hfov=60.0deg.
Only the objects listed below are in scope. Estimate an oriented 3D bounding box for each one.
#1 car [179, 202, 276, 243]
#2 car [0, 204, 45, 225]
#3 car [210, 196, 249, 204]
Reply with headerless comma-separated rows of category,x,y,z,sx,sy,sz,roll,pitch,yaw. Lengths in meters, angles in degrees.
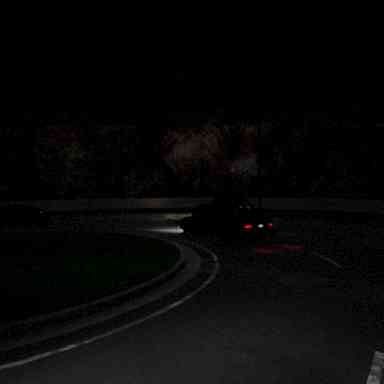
car,1.418,1.416,15.525,2.033,1.411,5.357,-1,0,-32
car,-12.225,1.520,22.549,4.181,1.385,1.994,-1,0,-19
car,2.119,1.149,23.981,4.553,1.767,2.097,0,1,38
